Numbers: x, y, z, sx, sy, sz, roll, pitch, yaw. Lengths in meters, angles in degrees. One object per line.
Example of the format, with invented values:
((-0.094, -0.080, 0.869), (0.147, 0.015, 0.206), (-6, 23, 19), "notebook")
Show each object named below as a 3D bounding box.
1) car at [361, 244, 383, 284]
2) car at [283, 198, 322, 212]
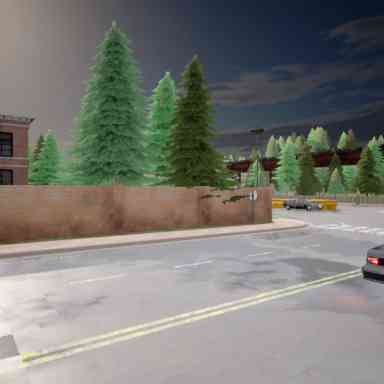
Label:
((6.347, 1.547, 8.253), (5.357, 1.411, 2.033), (0, 0, -35), "car")
((13.198, 1.492, 39.832), (2.128, 1.511, 4.902), (0, 0, -35), "car")
